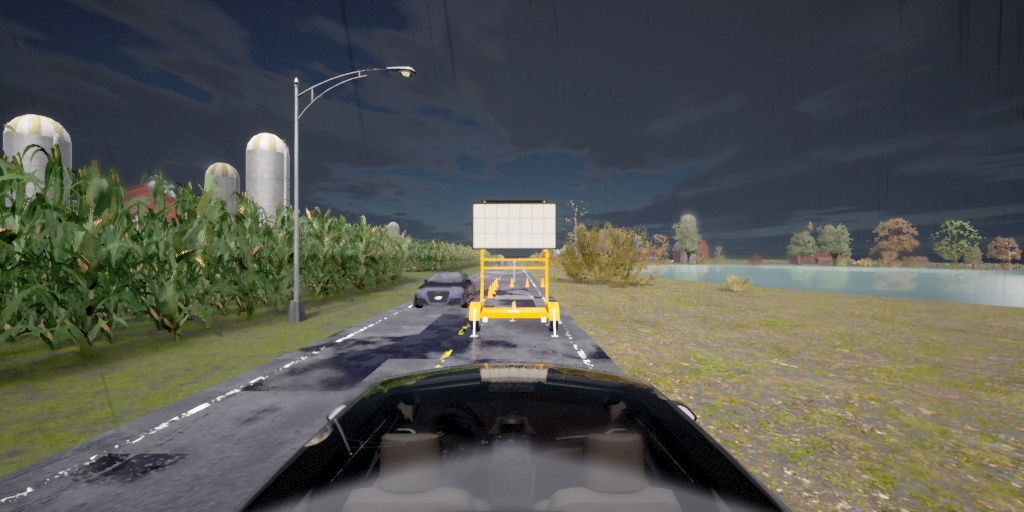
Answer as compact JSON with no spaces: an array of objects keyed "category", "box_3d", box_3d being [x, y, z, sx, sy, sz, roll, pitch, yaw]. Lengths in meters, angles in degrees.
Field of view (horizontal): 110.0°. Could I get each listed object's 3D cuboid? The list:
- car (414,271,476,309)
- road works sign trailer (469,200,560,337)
[{"category":"car","box_3d":[-2.647,1.321,14.910,1.994,1.385,4.181,0,0,0]},{"category":"road works sign trailer","box_3d":[0.069,0.217,10.259,2.380,3.560,2.880,0,0,0]}]
